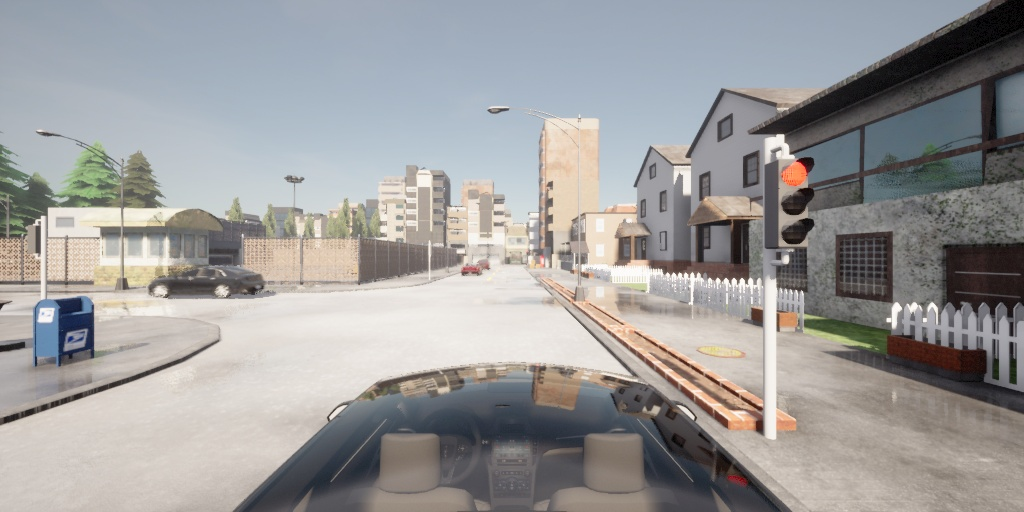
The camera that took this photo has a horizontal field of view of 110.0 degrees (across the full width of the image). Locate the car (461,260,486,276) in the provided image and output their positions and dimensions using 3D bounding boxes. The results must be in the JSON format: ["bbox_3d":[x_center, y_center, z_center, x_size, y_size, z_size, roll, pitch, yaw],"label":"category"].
[{"bbox_3d":[-4.113,1.351,37.257,1.895,1.301,4.718,0,0,0],"label":"car"}]

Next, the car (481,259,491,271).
[{"bbox_3d":[-4.091,1.227,50.902,1.882,1.535,5.008,0,0,0],"label":"car"}]

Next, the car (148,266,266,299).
[{"bbox_3d":[-14.638,1.255,17.316,4.892,1.490,1.837,0,1,1],"label":"car"}]
